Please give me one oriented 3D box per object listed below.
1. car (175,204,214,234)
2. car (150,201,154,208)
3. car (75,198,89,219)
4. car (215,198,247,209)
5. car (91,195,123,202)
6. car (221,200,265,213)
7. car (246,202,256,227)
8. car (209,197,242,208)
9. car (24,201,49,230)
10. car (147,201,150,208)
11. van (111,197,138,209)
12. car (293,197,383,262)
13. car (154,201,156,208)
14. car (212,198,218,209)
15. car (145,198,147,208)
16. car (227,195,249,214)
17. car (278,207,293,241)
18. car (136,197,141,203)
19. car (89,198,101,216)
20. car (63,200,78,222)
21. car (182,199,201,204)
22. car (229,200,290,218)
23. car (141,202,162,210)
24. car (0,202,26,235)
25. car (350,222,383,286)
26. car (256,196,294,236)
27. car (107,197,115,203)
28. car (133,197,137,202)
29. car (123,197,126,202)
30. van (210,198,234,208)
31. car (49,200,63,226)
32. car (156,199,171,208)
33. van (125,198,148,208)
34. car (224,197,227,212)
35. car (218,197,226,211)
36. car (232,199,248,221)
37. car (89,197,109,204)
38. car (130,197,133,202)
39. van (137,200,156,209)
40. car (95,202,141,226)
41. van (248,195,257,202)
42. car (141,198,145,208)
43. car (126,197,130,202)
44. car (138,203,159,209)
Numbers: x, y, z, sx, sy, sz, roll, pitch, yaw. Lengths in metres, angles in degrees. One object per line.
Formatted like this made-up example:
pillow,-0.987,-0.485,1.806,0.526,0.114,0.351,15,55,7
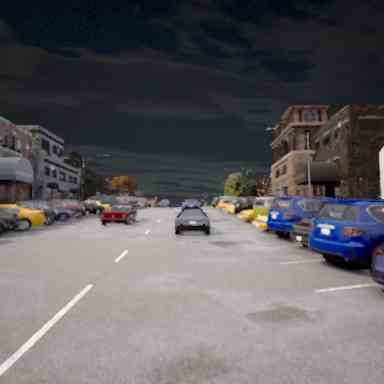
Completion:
car,0.019,1.616,19.817,1.994,1.385,4.181,0,0,0
car,-11.556,2.635,72.646,5.008,1.535,2.097,0,-3,-20
car,-11.529,1.450,28.669,4.553,1.767,2.185,-1,0,-20
car,6.165,1.833,52.440,4.553,1.767,2.185,1,-2,-20
car,-11.638,1.466,40.387,5.566,2.045,2.435,-1,-1,-20
car,6.178,1.752,40.460,4.792,1.488,2.163,1,-1,-20
car,6.145,1.541,19.457,5.366,1.575,1.946,1,0,-20
car,6.194,1.950,61.409,5.566,2.045,2.435,1,-2,-20
car,-11.490,1.530,19.861,5.008,1.535,2.097,-1,0,-20
car,-11.553,2.412,66.801,4.792,1.488,2.163,0,-2,-20
van,-11.722,1.881,57.963,4.442,1.987,1.878,0,-1,-20
car,6.376,1.274,10.521,5.566,2.045,2.435,1,0,-20
car,-11.679,2.963,78.421,5.366,1.575,1.946,0,-4,-20
car,6.023,1.822,46.391,5.366,1.575,1.946,1,-1,-20
car,-11.597,2.323,63.868,4.674,1.452,2.002,0,-2,-20
car,6.283,1.336,28.521,5.566,2.045,2.435,1,-1,-20
car,6.349,1.533,13.524,4.892,1.521,2.231,1,0,-20
car,-11.622,2.026,55.064,5.008,1.535,2.097,0,-2,-20
car,-11.567,1.601,31.599,5.008,1.535,2.097,-1,0,-20
car,-11.544,1.596,25.735,4.674,1.452,2.002,-1,-1,-20
car,-0.076,1.531,36.937,2.097,1.767,4.553,0,-1,0
car,6.415,1.611,31.563,5.366,1.575,1.946,1,-1,-20
car,-11.335,3.902,93.112,5.566,2.045,2.435,1,-6,-19
car,-11.462,1.523,16.923,4.892,1.521,2.231,-1,0,-20
car,6.354,1.547,7.505,4.792,1.488,2.163,1,0,-20
car,6.369,1.289,16.540,5.566,2.045,2.435,1,0,-20
car,-11.772,1.670,37.402,5.366,1.575,1.946,-1,0,-20
car,-11.592,1.982,52.146,4.792,1.488,2.163,0,-2,-20
car,-11.608,1.766,43.329,4.892,1.521,2.231,-1,-1,-20
van,6.126,2.169,67.369,4.442,1.987,1.878,1,-3,-20
car,-11.491,1.415,22.803,4.553,1.767,2.185,-1,0,-20
car,-5.195,2.171,64.481,2.097,1.767,4.553,0,-2,1
van,-11.679,2.273,69.689,4.442,1.987,1.878,0,-2,-20
car,6.399,1.642,34.555,5.366,1.575,1.946,1,-1,-20
car,6.042,1.672,37.418,5.366,1.575,1.946,1,-1,-20
car,6.100,1.563,25.450,5.366,1.575,1.946,1,0,-20
car,-11.594,1.635,34.530,5.008,1.535,2.097,-1,-1,-20
car,-11.590,1.757,49.207,4.553,1.767,2.185,0,-1,-20
van,-11.566,3.154,84.299,4.442,1.987,1.878,1,-4,-19
car,-5.208,1.672,24.081,1.895,1.301,4.718,0,0,0
van,6.407,1.332,22.563,4.442,1.987,1.878,1,-1,-20
car,-11.606,2.232,60.930,4.674,1.452,2.002,0,-2,-20
car,-11.612,1.824,46.266,4.892,1.521,2.231,0,-1,-20
car,-11.415,3.617,87.234,4.892,1.521,2.231,1,-4,-19
